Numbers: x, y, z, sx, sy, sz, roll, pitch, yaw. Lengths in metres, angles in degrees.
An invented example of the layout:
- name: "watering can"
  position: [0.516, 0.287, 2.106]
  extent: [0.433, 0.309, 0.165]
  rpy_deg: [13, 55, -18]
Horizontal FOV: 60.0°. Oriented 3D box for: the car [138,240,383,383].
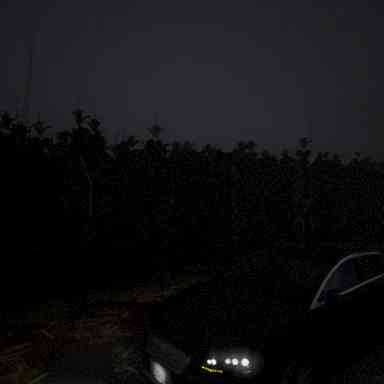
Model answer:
- name: "car"
  position: [1.605, 1.522, 4.807]
  extent: [4.902, 1.511, 2.128]
  rpy_deg: [0, -1, -38]
